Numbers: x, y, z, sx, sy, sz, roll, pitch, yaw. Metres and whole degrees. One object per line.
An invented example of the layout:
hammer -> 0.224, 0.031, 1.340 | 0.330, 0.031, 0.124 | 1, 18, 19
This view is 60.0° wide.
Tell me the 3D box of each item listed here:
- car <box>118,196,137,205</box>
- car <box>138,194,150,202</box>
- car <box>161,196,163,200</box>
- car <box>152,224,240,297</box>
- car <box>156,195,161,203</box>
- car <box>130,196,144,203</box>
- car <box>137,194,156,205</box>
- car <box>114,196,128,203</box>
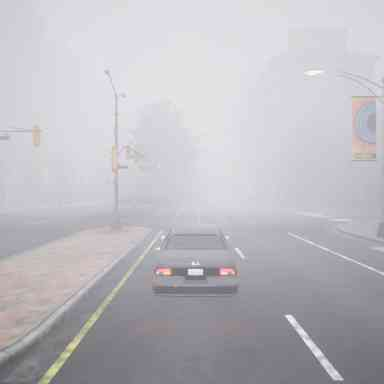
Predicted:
car -> -11.509, 1.491, 59.594 | 2.128, 1.511, 4.902 | 0, 0, 0
car -> -11.421, 1.355, 79.526 | 2.097, 1.767, 4.553 | 0, 0, 0
car -> -7.922, 1.500, 77.757 | 1.837, 1.490, 4.892 | 0, 0, 0
car -> 0.083, 1.547, 8.752 | 2.033, 1.411, 5.357 | 0, 0, 0
car -> -7.951, 1.525, 67.428 | 1.812, 1.442, 4.674 | 0, 0, 1
car -> -11.431, 1.525, 69.515 | 2.128, 1.511, 4.902 | 0, 0, 0
car -> -8.014, 1.564, 58.910 | 1.994, 1.385, 4.181 | 0, 0, 1
car -> -14.680, 1.594, 69.396 | 1.895, 1.301, 4.718 | 0, 0, 0
